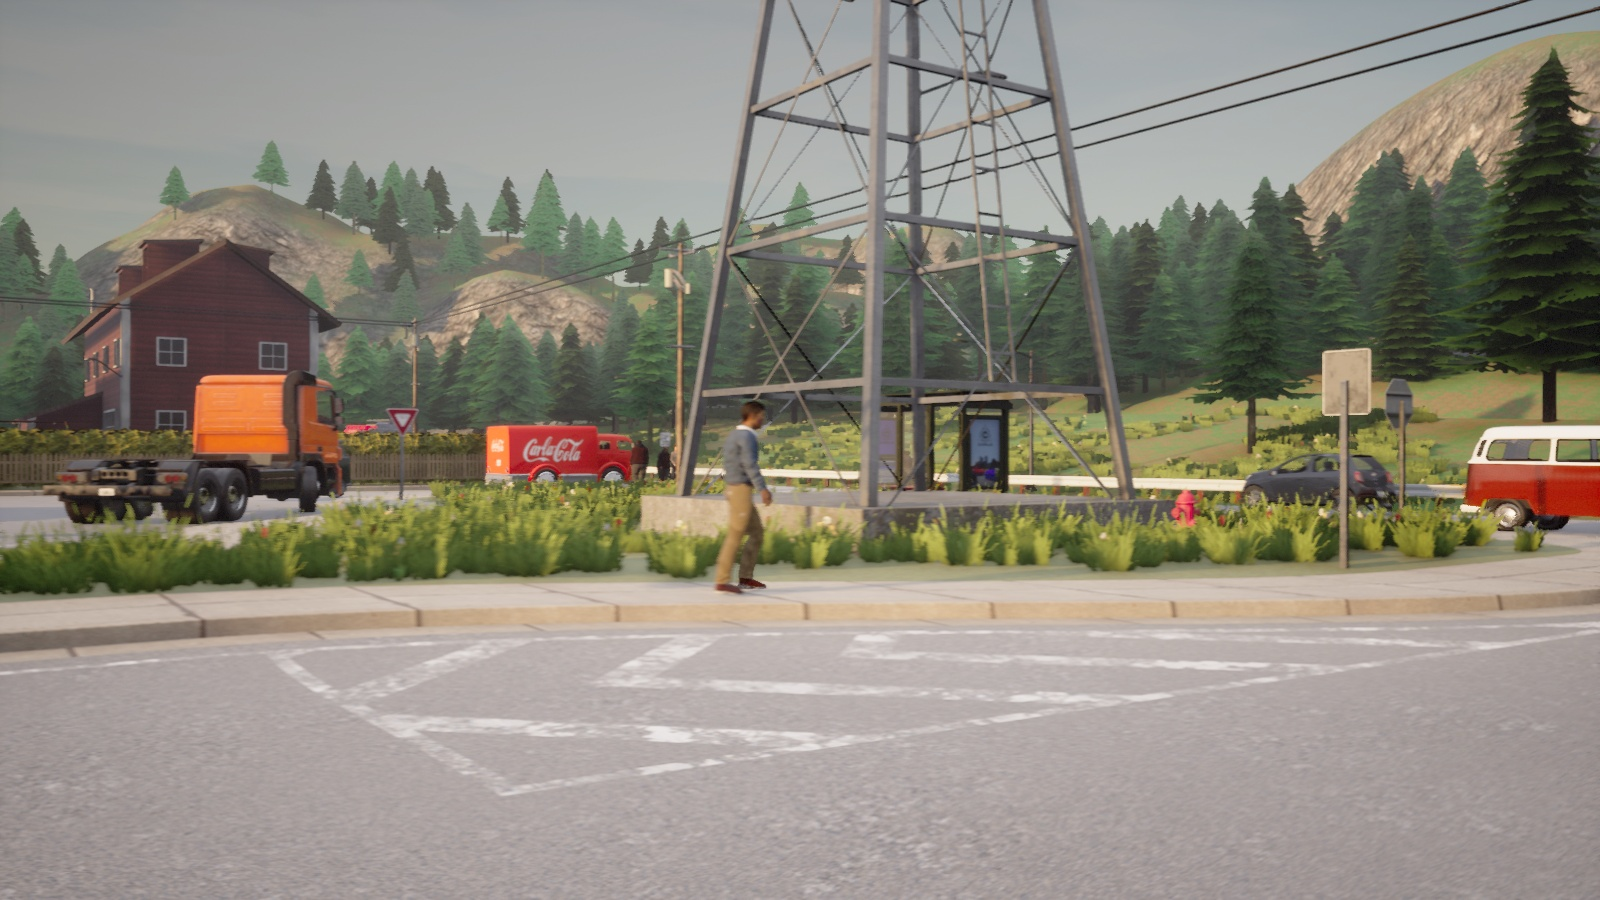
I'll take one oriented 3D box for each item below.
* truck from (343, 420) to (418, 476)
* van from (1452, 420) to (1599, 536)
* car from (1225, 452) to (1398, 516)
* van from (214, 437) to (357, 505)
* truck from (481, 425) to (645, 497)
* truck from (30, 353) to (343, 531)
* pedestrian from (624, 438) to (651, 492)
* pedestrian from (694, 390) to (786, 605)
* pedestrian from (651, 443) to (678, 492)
[{"bbox_3d":[-29.968,-0.169,89.499,2.891,3.827,8.468,0,0,-34],"label":"truck"},{"bbox_3d":[14.657,0.493,22.894,2.069,2.038,4.480,0,0,-34],"label":"van"},{"bbox_3d":[12.888,0.809,31.821,1.845,1.501,3.633,0,0,-34],"label":"car"},{"bbox_3d":[-16.024,0.628,39.359,1.775,1.987,4.442,0,0,16],"label":"van"},{"bbox_3d":[-8.573,0.388,45.546,5.204,2.467,2.627,0,0,-33],"label":"truck"},{"bbox_3d":[-13.407,-0.139,28.421,2.891,3.462,7.936,0,0,3],"label":"truck"},{"bbox_3d":[-5.567,0.517,43.047,0.634,1.844,0.899,0,0,-27],"label":"pedestrian"},{"bbox_3d":[-0.561,0.430,11.686,0.788,1.949,0.423,0,0,-13],"label":"pedestrian"},{"bbox_3d":[-5.176,0.672,47.930,0.634,1.844,0.899,0,0,-37],"label":"pedestrian"}]
